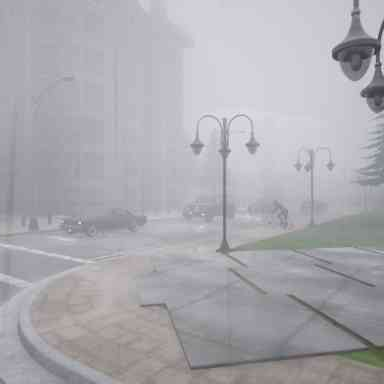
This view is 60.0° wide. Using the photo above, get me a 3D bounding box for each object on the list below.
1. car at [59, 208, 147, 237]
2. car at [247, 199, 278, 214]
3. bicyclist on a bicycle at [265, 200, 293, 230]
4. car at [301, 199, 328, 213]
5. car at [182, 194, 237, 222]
[{"bbox_3d":[-4.730,1.585,18.186,1.895,1.301,4.718,0,0,36],"label":"car"},{"bbox_3d":[7.514,1.475,34.964,2.128,1.511,4.902,0,0,36],"label":"car"},{"bbox_3d":[4.826,1.285,18.590,1.656,1.620,0.582,0,0,36],"label":"bicyclist on a bicycle"},{"bbox_3d":[13.760,1.476,37.271,2.128,1.511,4.902,0,0,36],"label":"car"},{"bbox_3d":[1.543,1.206,26.790,2.150,2.045,5.566,0,0,36],"label":"car"}]
